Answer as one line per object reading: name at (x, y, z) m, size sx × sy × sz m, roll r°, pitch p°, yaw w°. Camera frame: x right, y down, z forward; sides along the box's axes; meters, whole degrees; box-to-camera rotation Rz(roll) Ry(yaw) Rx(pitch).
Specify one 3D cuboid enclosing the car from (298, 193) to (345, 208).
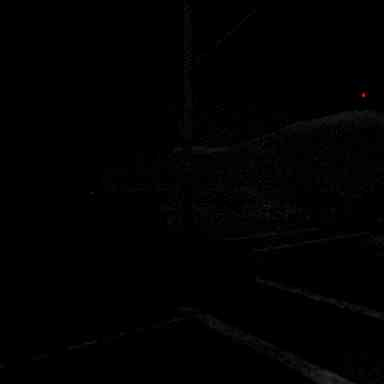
car at (16.009, 1.037, 41.361) m, size 1.932 × 1.855 × 4.605 m, roll 0°, pitch 0°, yaw -36°

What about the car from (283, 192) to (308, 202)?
car at (20.818, 1.006, 66.826) m, size 1.932 × 1.855 × 4.605 m, roll 0°, pitch 0°, yaw -36°

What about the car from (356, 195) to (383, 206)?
car at (26.513, 1.217, 48.096) m, size 2.007 × 1.523 × 4.514 m, roll 0°, pitch 0°, yaw -36°

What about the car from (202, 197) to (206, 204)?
car at (3.342, 1.177, 53.249) m, size 1.970 × 1.475 × 3.806 m, roll 0°, pitch 0°, yaw -36°

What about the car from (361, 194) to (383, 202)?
car at (37.887, 1.268, 69.865) m, size 1.970 × 1.475 × 3.806 m, roll 0°, pitch 0°, yaw -36°

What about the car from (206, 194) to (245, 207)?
car at (4.514, 1.249, 45.392) m, size 2.007 × 1.523 × 4.514 m, roll 0°, pitch 0°, yaw -36°

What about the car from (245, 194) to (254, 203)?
car at (8.348, 1.088, 57.278) m, size 2.152 × 1.636 × 5.027 m, roll 0°, pitch 0°, yaw -36°

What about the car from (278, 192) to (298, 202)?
car at (18.707, 0.991, 64.787) m, size 1.905 × 1.878 × 3.866 m, roll 0°, pitch 0°, yaw -36°

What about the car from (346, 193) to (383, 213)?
car at (17.966, 1.022, 33.061) m, size 1.905 × 1.878 × 3.866 m, roll 0°, pitch 0°, yaw -36°
